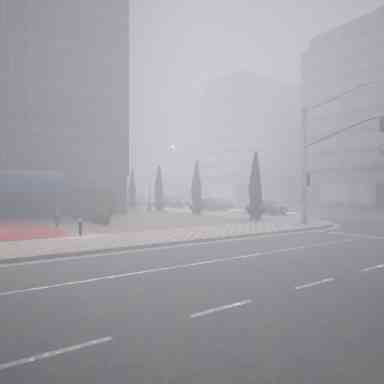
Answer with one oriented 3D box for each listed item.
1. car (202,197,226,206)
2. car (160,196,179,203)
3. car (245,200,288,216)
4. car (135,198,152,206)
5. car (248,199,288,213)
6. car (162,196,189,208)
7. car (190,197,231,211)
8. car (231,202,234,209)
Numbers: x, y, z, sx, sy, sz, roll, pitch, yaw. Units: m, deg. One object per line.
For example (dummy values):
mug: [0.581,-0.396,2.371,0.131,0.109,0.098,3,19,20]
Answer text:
car: [3.787,1.564,57.375,1.994,1.385,4.181,0,0,-35]
car: [-4.707,1.600,69.595,1.895,1.301,4.718,0,0,-34]
car: [7.415,1.526,33.484,1.812,1.442,4.674,0,0,-38]
car: [-8.576,1.601,56.463,1.895,1.301,4.718,0,0,-34]
car: [8.561,1.564,37.958,1.994,1.385,4.181,0,0,-35]
car: [-3.005,1.352,48.426,2.097,1.767,4.553,0,0,-35]
car: [2.166,1.505,41.004,1.837,1.490,4.892,0,0,-35]
car: [3.752,1.564,44.849,1.994,1.385,4.181,0,0,-35]
